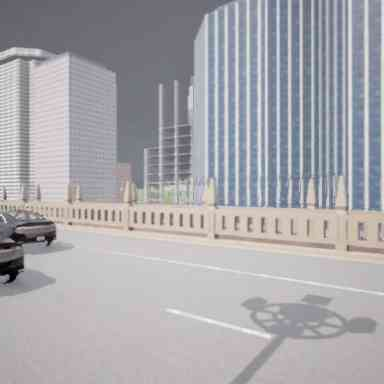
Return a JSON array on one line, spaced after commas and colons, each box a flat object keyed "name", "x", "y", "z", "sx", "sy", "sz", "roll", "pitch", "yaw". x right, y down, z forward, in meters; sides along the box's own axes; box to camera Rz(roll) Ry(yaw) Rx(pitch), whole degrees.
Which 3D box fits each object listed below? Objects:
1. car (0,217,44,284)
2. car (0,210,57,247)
[{"name": "car", "x": -6.151, "y": 1.500, "z": 8.379, "sx": 4.902, "sy": 1.511, "sz": 2.128, "roll": 0, "pitch": 0, "yaw": 36}, {"name": "car", "x": -7.560, "y": 1.504, "z": 13.684, "sx": 4.902, "sy": 1.511, "sz": 2.128, "roll": 0, "pitch": 0, "yaw": 36}]
